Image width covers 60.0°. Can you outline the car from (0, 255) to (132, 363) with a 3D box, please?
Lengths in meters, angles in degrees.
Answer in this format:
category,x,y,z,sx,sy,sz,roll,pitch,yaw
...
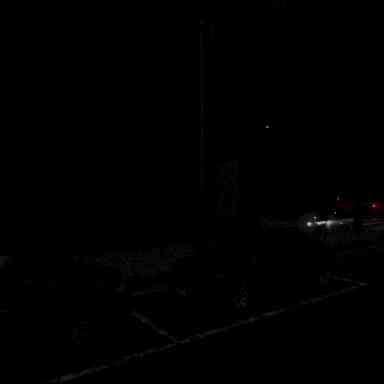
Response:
category,x,y,z,sx,sy,sz,roll,pitch,yaw
car,-2.883,1.582,4.478,4.206,1.307,1.802,0,0,-35

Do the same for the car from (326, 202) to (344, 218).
category,x,y,z,sx,sy,sz,roll,pitch,yaw
car,10.264,1.479,29.125,1.837,1.490,4.892,0,0,-36

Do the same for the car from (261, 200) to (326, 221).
category,x,y,z,sx,sy,sz,roll,pitch,yaw
car,7.682,1.531,27.148,2.033,1.411,5.357,0,0,-36

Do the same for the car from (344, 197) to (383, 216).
category,x,y,z,sx,sy,sz,roll,pitch,yaw
car,16.048,1.310,32.540,2.097,1.767,4.553,0,0,-36

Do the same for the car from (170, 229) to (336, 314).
category,x,y,z,sx,sy,sz,roll,pitch,yaw
car,1.555,1.565,7.643,4.313,1.339,1.947,0,0,-35
